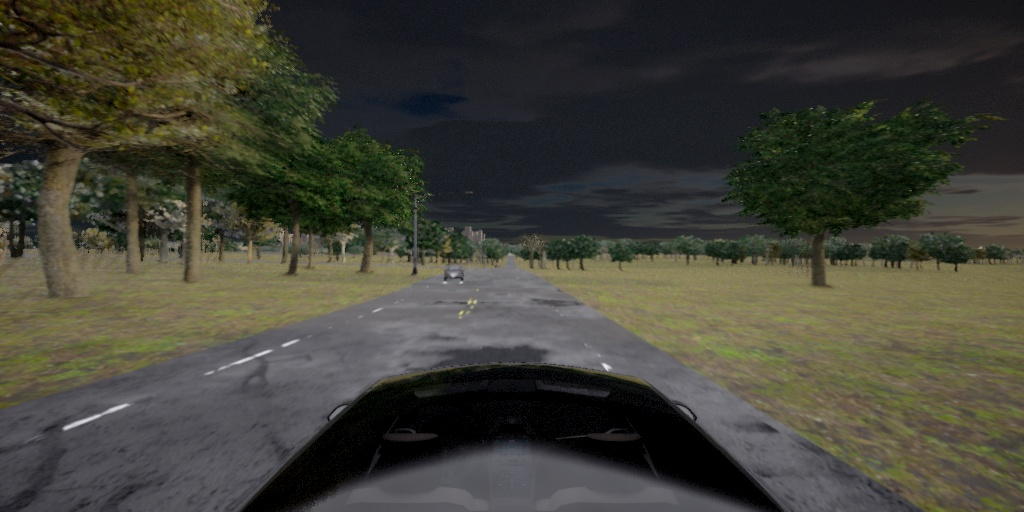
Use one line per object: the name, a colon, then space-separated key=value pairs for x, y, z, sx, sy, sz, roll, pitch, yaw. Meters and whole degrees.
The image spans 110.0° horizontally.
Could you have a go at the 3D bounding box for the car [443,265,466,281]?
car: x=-5.539 y=1.615 z=34.653 sx=2.128 sy=1.511 sz=4.902 roll=0 pitch=-1 yaw=-7
